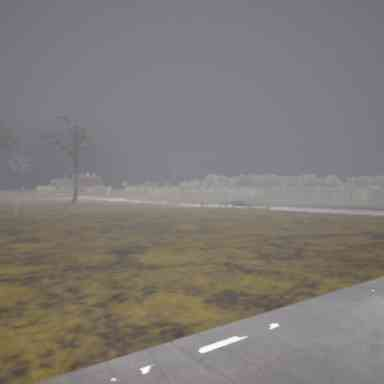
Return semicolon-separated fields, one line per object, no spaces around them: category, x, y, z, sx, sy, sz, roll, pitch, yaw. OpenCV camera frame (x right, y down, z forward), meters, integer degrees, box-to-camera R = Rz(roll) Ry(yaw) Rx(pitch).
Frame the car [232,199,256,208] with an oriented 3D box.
car;8.919;1.900;57.371;2.128;1.511;4.902;-1;1;-35
